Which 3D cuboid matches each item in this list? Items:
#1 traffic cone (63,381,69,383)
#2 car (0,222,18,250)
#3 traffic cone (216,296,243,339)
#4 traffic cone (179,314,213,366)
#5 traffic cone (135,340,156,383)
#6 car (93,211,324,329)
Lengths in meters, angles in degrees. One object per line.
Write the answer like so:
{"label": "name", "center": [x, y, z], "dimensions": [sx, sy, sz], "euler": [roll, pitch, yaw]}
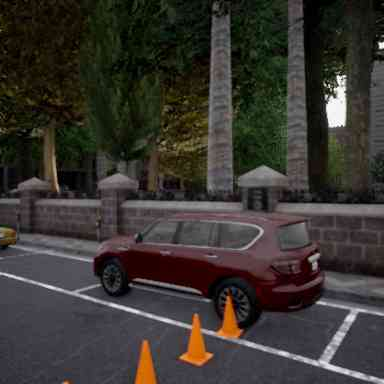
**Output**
{"label": "traffic cone", "center": [-1.104, 1.964, 2.913], "dimensions": [0.340, 0.580, 0.340], "euler": [0, 0, 35]}
{"label": "car", "center": [-8.909, 1.575, 13.420], "dimensions": [4.829, 1.417, 1.752], "euler": [0, 0, 35]}
{"label": "traffic cone", "center": [0.593, 1.949, 5.295], "dimensions": [0.340, 0.580, 0.340], "euler": [0, 5, 29]}
{"label": "traffic cone", "center": [0.055, 1.964, 4.542], "dimensions": [0.340, 0.580, 0.340], "euler": [0, 0, 35]}
{"label": "traffic cone", "center": [-0.525, 1.964, 3.727], "dimensions": [0.340, 0.580, 0.340], "euler": [0, 0, 35]}
{"label": "car", "center": [0.121, 1.328, 6.995], "dimensions": [5.009, 1.841, 2.192], "euler": [0, 0, 35]}
